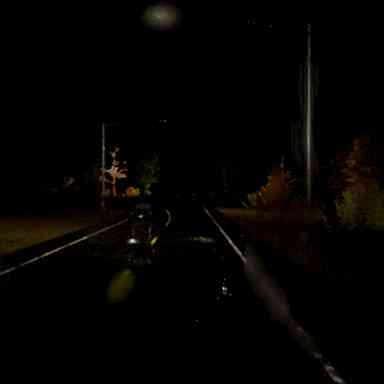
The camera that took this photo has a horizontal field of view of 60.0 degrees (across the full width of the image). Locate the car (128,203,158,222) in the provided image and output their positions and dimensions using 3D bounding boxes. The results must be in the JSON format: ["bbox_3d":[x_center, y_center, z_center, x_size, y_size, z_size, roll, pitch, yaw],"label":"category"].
[{"bbox_3d":[-3.766,1.576,26.062,1.994,1.385,4.181,0,0,-2],"label":"car"}]
